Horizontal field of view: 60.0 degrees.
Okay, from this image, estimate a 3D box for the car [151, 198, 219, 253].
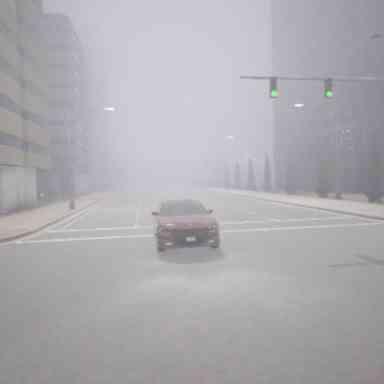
[{"bbox_3d":[-0.390,0.981,11.748,1.882,1.535,5.008,-2,2,-8],"label":"car"}]
